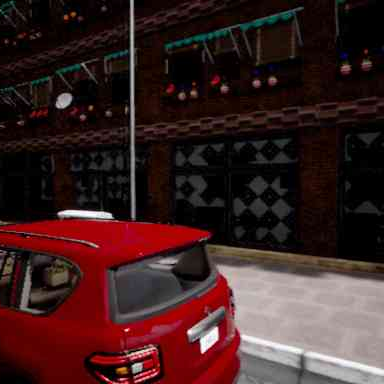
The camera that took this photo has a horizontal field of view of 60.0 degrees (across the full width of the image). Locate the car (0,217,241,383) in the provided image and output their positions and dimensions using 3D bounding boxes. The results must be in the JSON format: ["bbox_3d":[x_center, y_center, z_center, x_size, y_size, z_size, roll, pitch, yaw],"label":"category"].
[{"bbox_3d":[-1.886,1.251,3.932,5.009,1.841,2.192,0,2,32],"label":"car"}]
